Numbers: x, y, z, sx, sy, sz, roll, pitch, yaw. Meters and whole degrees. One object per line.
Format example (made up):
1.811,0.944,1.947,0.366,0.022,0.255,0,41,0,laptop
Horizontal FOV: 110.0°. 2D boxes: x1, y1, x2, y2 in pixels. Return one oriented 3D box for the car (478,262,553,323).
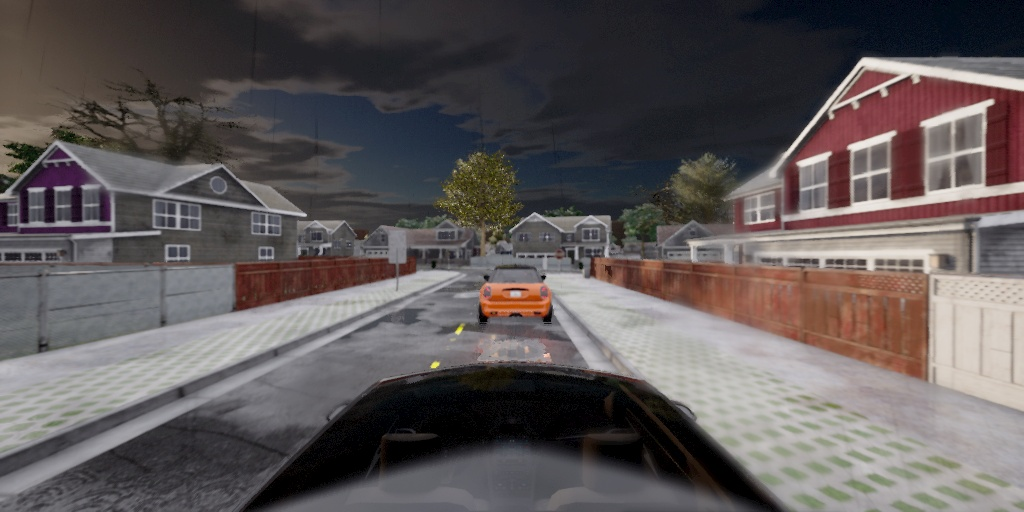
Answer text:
0.099,1.030,11.917,2.097,1.767,4.553,0,1,0,car
